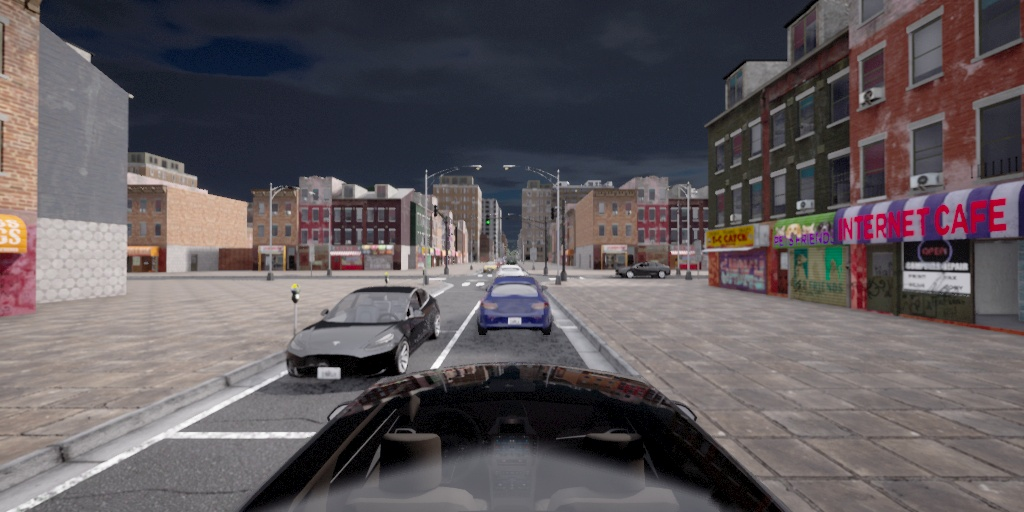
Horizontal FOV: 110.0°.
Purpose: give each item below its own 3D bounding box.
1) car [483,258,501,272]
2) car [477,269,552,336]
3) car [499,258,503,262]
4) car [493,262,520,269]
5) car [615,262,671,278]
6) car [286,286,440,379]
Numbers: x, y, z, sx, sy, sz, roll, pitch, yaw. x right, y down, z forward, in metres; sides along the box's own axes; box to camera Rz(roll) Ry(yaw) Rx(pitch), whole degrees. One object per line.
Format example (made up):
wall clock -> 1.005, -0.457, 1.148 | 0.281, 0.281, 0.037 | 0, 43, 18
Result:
car -> -2.682, 1.340, 44.947 | 1.751, 1.417, 4.829 | 0, 0, 0
car -> 0.071, 1.281, 10.295 | 1.812, 1.442, 4.674 | 0, 0, 0
car -> -2.688, 1.375, 50.722 | 1.888, 1.381, 4.507 | 0, 0, 0
car -> -0.162, 1.296, 22.985 | 1.812, 1.442, 4.674 | 0, 0, -3
car -> 11.997, 1.275, 32.946 | 4.892, 1.490, 1.837 | 0, -1, -2
car -> -2.644, 1.319, 7.348 | 1.948, 1.339, 4.313 | 0, 0, 0
